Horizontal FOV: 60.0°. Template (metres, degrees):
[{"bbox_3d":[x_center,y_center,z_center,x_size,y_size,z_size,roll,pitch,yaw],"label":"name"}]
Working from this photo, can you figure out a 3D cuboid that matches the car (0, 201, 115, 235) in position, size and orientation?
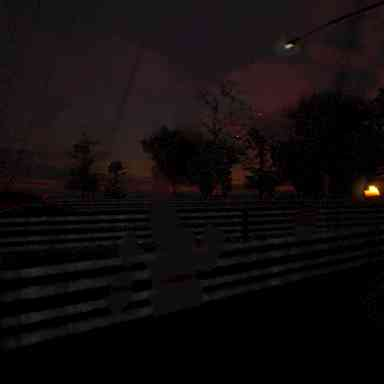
[{"bbox_3d":[-5.547,1.222,13.285,4.892,1.490,1.837,0,0,-26],"label":"car"}]

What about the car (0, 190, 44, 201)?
[{"bbox_3d":[-9.860,0.934,18.992,5.566,2.045,2.150,0,0,-26],"label":"car"}]
